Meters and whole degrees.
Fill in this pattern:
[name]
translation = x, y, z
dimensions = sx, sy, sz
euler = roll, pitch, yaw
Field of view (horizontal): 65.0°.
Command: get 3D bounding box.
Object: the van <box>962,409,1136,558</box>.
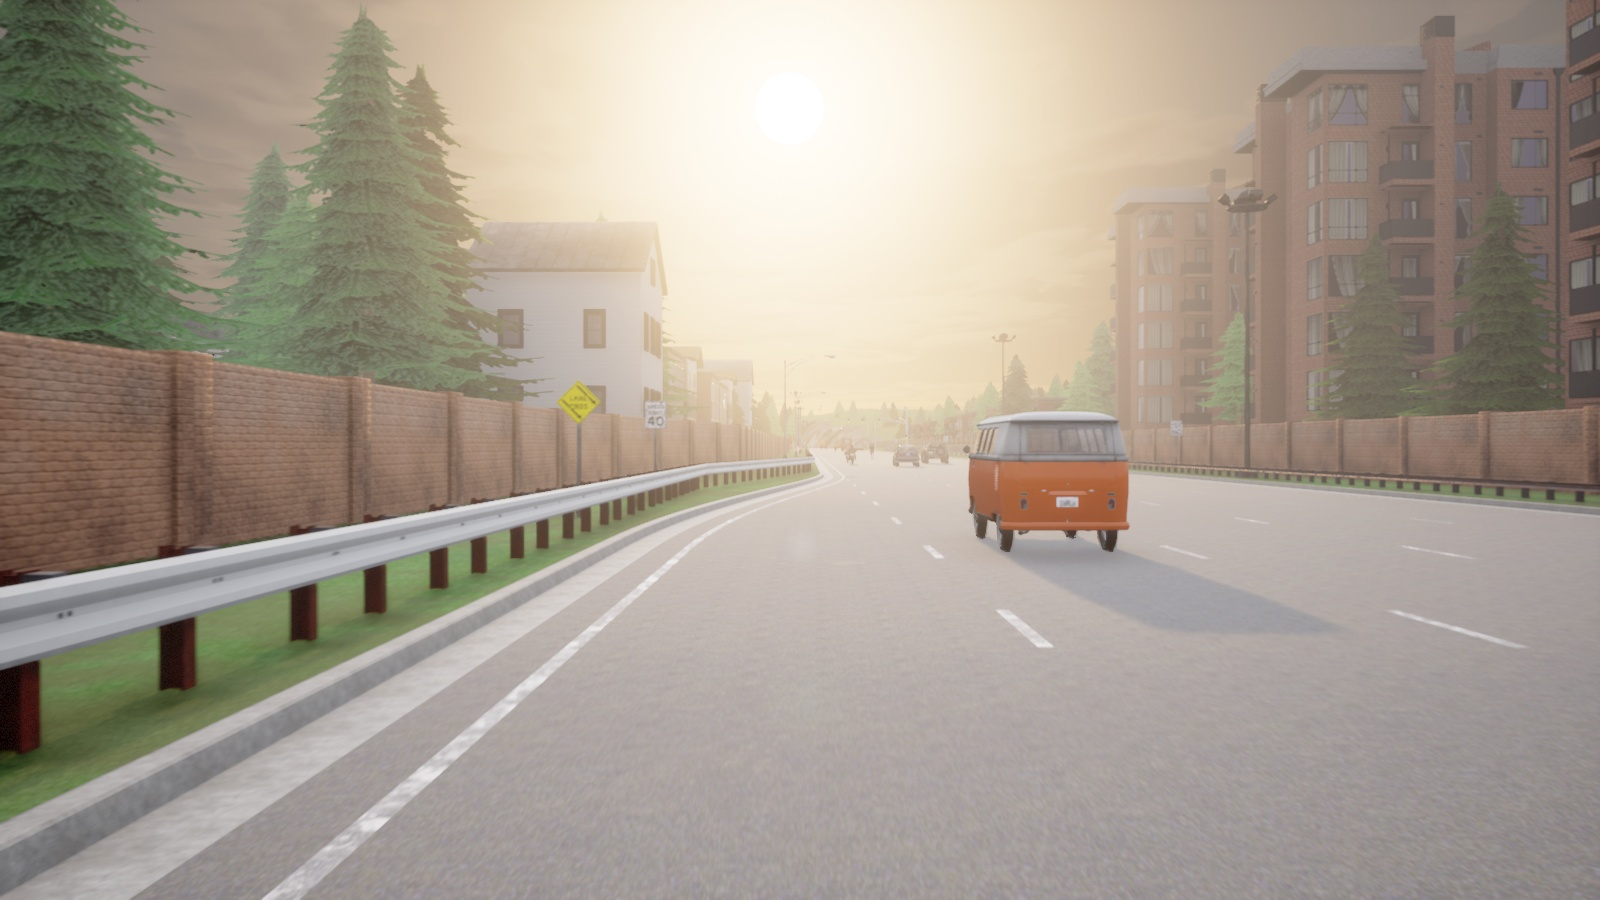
[van]
translation = 3.625, 0.441, 19.073
dimensions = 1.775, 1.987, 4.442
euler = 0, 0, 0

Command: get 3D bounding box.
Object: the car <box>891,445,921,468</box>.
[car]
translation = 7.528, 0.444, 89.394
dimensions = 1.789, 1.549, 3.705
euler = 0, 0, 0
